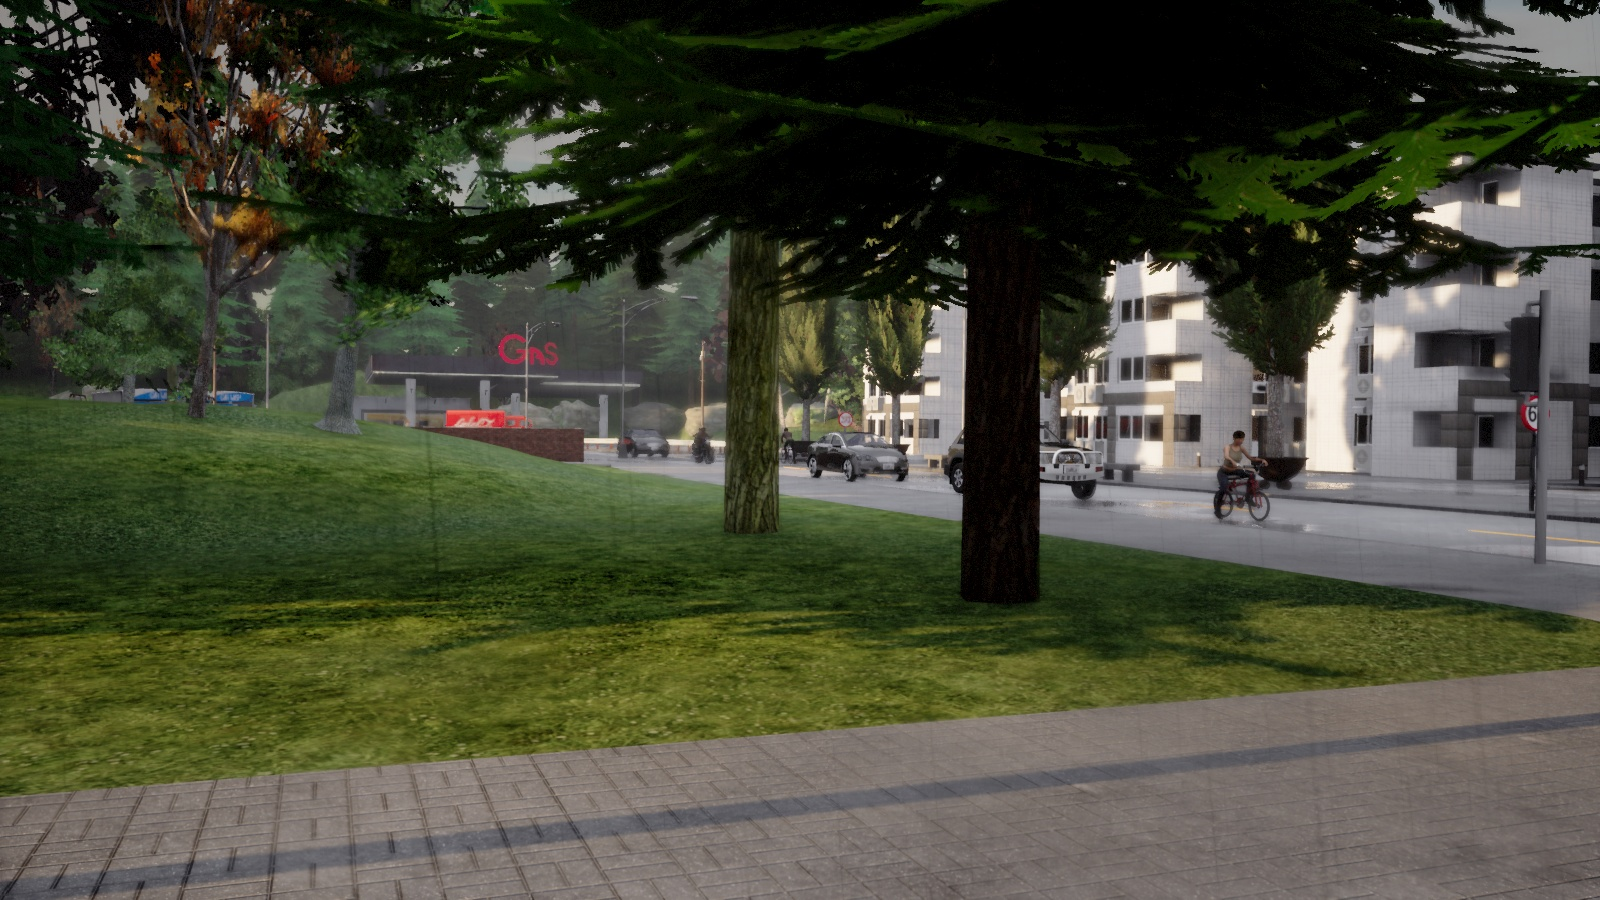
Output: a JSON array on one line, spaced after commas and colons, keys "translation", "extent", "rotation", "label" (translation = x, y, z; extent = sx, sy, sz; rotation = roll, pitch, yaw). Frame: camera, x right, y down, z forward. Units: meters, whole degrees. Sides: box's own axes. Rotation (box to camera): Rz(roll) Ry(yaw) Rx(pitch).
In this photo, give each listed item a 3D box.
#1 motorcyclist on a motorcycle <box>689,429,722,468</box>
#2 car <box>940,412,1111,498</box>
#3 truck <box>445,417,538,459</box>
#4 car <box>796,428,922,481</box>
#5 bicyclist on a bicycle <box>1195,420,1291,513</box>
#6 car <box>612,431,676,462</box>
[{"translation": [-4.129, -0.097, 54.690], "extent": [0.766, 1.649, 2.350], "rotation": [-1, 1, -21], "label": "motorcyclist on a motorcycle"}, {"translation": [5.250, 0.071, 29.922], "extent": [1.932, 1.855, 4.605], "rotation": [-1, 1, -21], "label": "car"}, {"translation": [-18.490, -0.718, 75.566], "extent": [5.204, 2.467, 2.627], "rotation": [-1, 0, -9], "label": "truck"}, {"translation": [1.742, 0.098, 39.186], "extent": [2.128, 1.511, 4.902], "rotation": [-1, 1, -21], "label": "car"}, {"translation": [8.000, 0.278, 22.736], "extent": [0.866, 1.612, 1.509], "rotation": [-1, 1, -20], "label": "bicyclist on a bicycle"}, {"translation": [-8.164, -0.222, 65.410], "extent": [2.128, 1.511, 4.902], "rotation": [-1, 1, -21], "label": "car"}]
